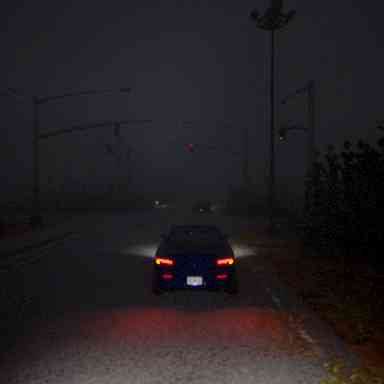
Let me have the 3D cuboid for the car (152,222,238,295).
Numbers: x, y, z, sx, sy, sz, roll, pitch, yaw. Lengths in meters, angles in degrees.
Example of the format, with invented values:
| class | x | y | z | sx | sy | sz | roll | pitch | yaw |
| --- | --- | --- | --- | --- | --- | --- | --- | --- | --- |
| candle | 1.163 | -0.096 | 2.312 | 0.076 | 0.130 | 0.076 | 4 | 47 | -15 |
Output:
| class | x | y | z | sx | sy | sz | roll | pitch | yaw |
| --- | --- | --- | --- | --- | --- | --- | --- | --- | --- |
| car | 0.070 | 1.497 | 8.551 | 1.812 | 1.442 | 4.674 | 0 | 0 | 1 |

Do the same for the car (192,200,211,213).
| class | x | y | z | sx | sy | sz | roll | pitch | yaw |
| --- | --- | --- | --- | --- | --- | --- | --- | --- | --- |
| car | 1.111 | 1.455 | 35.315 | 1.895 | 1.301 | 4.718 | 0 | 1 | 4 |
